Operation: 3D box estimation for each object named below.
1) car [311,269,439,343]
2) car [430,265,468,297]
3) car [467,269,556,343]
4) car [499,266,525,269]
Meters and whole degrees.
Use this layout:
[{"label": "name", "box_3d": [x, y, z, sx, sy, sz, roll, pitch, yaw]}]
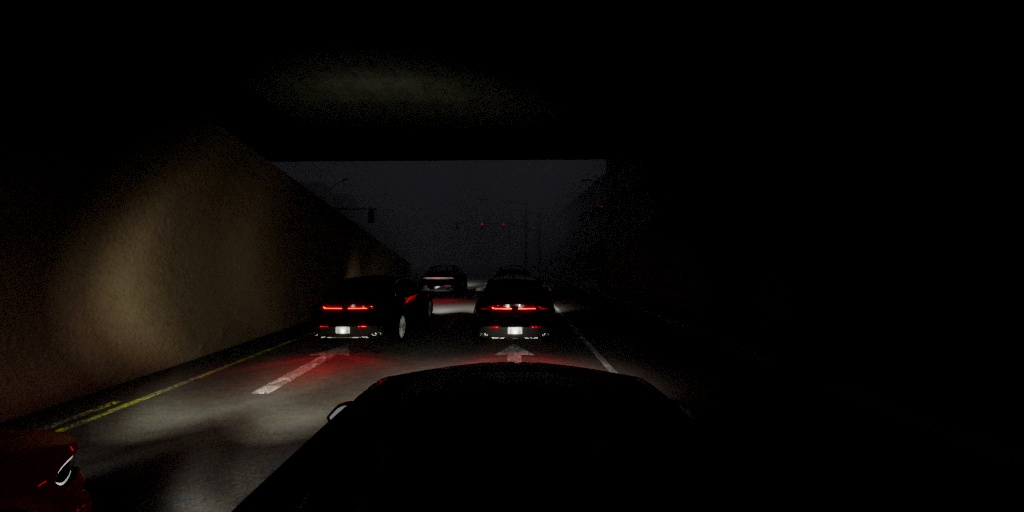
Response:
[{"label": "car", "box_3d": [-3.450, 1.255, 9.695, 1.837, 1.490, 4.892, 0, 0, 0]}, {"label": "car", "box_3d": [-3.488, 1.241, 19.012, 2.128, 1.511, 4.902, 0, 0, -1]}, {"label": "car", "box_3d": [0.051, 1.255, 9.639, 1.837, 1.490, 4.892, 0, 0, 0]}, {"label": "car", "box_3d": [0.008, 1.255, 19.049, 1.837, 1.490, 4.892, 0, 0, 0]}]
